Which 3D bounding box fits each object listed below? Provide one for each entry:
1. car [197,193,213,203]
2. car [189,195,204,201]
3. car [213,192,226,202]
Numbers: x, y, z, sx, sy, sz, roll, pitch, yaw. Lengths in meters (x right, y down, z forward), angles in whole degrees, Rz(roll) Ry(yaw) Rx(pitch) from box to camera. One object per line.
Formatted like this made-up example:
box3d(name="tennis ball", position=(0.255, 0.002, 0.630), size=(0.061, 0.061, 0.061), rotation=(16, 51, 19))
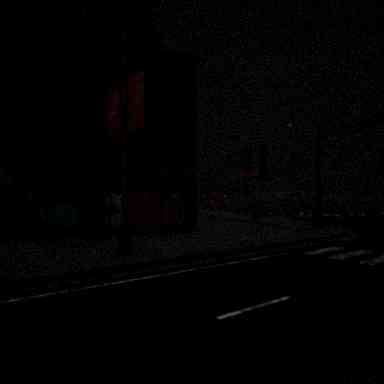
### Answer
box3d(name="car", position=(1.844, 1.347, 66.729), size=(1.837, 1.490, 4.892), rotation=(0, 0, -22))
box3d(name="car", position=(1.042, 1.312, 77.604), size=(1.895, 1.301, 4.718), rotation=(0, 0, -22))
box3d(name="car", position=(4.855, 1.053, 67.950), size=(2.150, 2.045, 5.566), rotation=(0, 0, -22))
